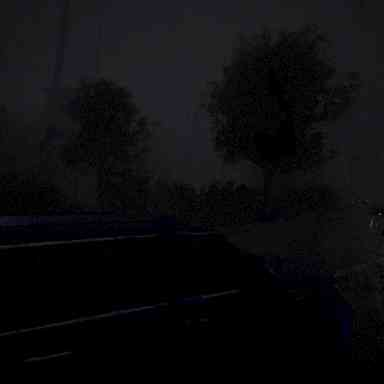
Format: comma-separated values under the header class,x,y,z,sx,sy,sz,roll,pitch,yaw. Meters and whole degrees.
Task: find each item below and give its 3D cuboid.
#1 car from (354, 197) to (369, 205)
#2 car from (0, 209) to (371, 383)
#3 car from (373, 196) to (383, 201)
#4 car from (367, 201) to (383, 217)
class,x,y,z,sx,sy,sz,roll,pitch,yaw
car,37.019,1.864,72.621,2.097,1.767,4.553,0,0,14
car,-0.633,1.242,3.440,5.566,2.045,2.150,1,0,-36
car,40.134,1.831,70.590,2.150,2.045,5.566,0,0,14
car,20.050,1.923,35.044,1.895,1.301,4.718,0,0,35
